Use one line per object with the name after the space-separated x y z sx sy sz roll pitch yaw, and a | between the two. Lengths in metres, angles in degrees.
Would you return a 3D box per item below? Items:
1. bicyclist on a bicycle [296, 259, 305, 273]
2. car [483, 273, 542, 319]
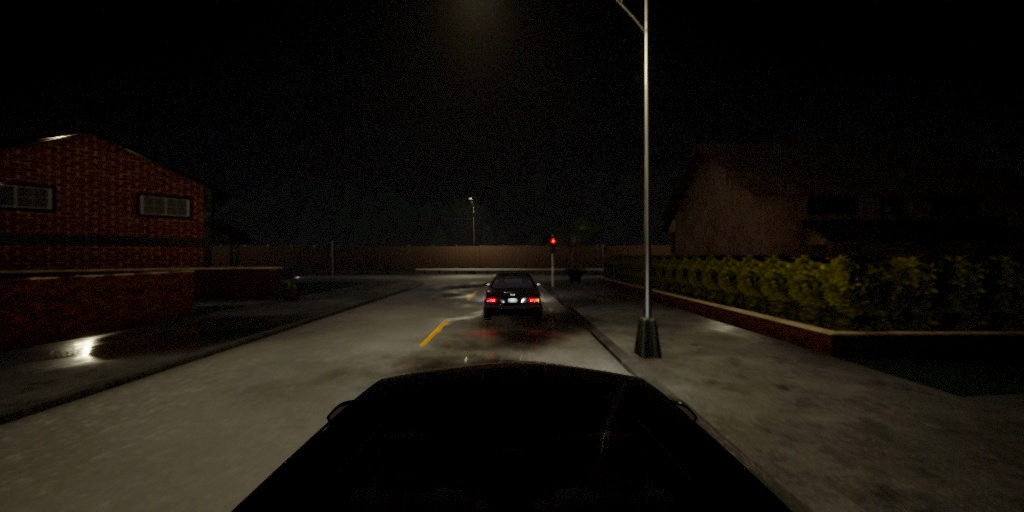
-23.983 1.107 40.656 0.582 1.620 1.656 0 0 0 | bicyclist on a bicycle
0.043 1.300 12.668 2.033 1.411 5.357 0 0 1 | car
